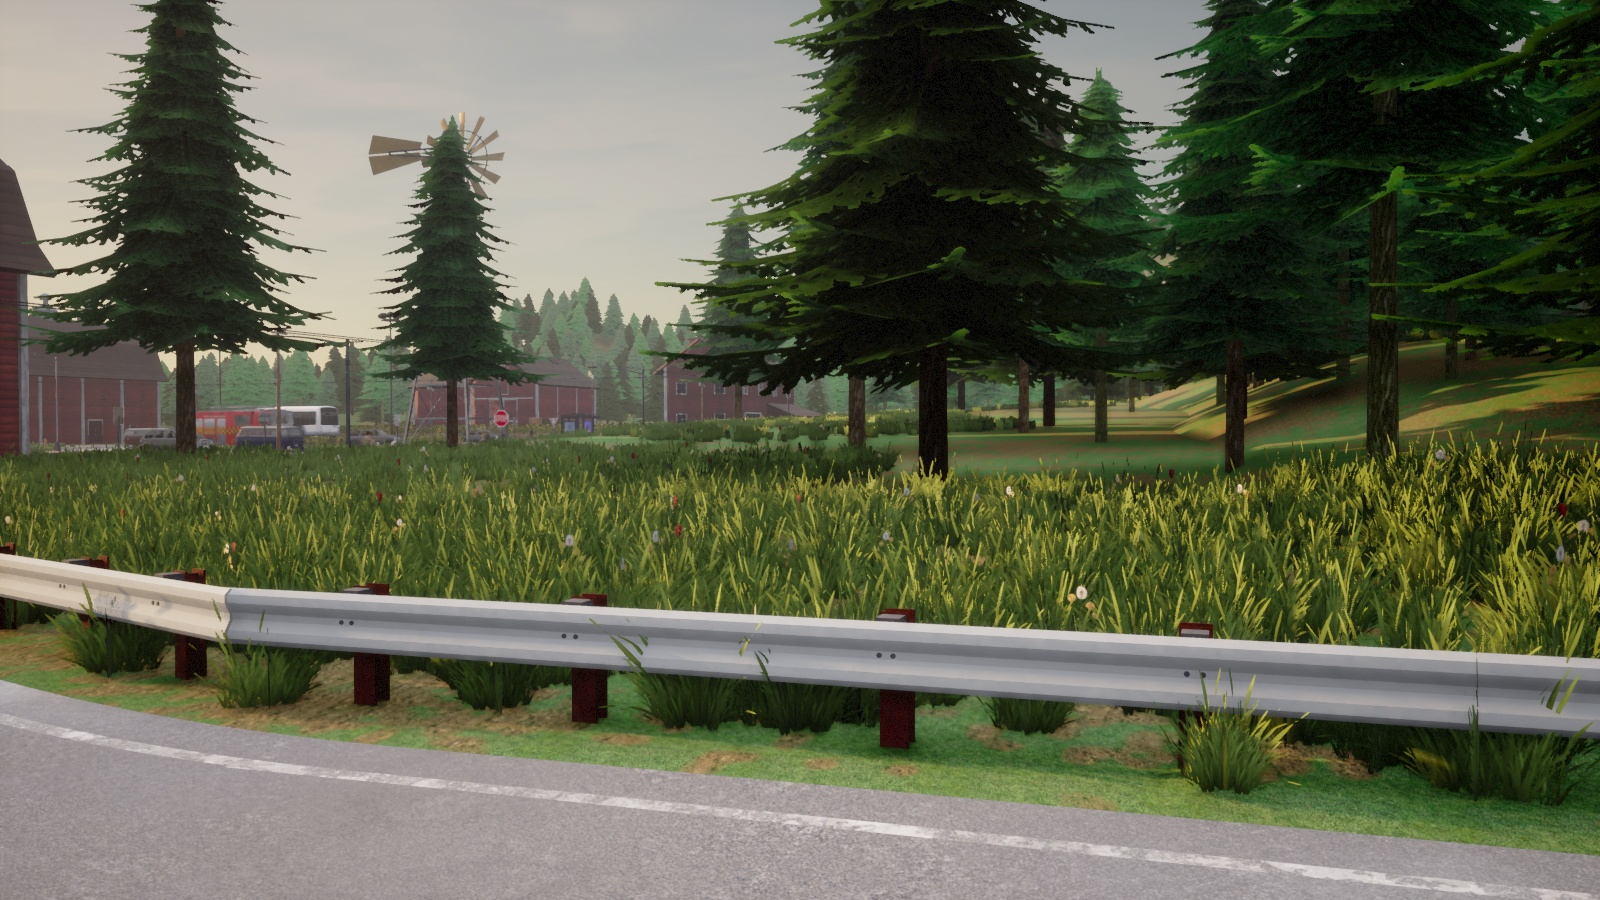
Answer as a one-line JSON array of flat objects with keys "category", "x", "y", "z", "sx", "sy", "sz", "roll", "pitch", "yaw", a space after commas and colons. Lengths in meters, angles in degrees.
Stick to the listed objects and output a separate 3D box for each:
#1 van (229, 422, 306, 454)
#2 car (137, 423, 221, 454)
[{"category": "van", "x": -33.883, "y": -0.801, "z": 79.943, "sx": 4.442, "sy": 1.987, "sz": 1.775, "roll": 1, "pitch": 1, "yaw": 18}, {"category": "car", "x": -38.439, "y": -0.719, "z": 77.719, "sx": 4.605, "sy": 1.855, "sz": 1.932, "roll": 1, "pitch": 1, "yaw": 18}]
